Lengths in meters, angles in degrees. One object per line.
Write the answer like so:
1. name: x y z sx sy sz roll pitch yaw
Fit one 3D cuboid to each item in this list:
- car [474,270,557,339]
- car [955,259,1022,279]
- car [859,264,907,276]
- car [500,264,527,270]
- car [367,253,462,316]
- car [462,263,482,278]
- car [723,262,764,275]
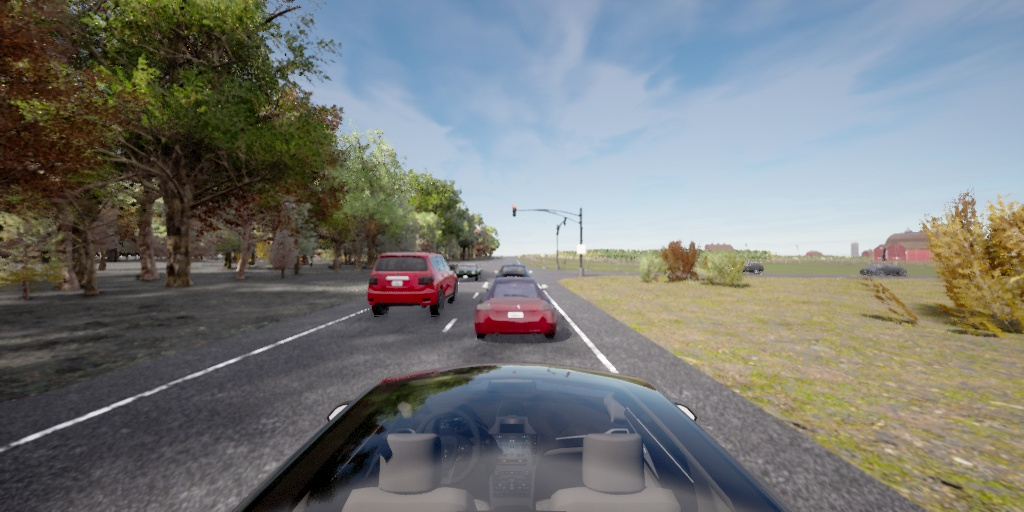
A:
1. car: 0.088 1.275 10.007 1.994 1.385 4.181 0 0 0
2. car: 50.657 1.342 38.095 5.566 2.045 2.150 1 -1 1
3. car: 43.091 1.644 41.705 4.181 1.385 1.994 1 -1 0
4. car: 0.080 1.172 19.377 1.837 1.490 4.892 0 0 0
5. car: -3.407 0.914 13.247 2.150 2.045 5.566 0 0 -1
6. car: -3.428 1.225 28.586 1.895 1.301 4.718 0 0 0
7. car: 26.618 1.392 41.776 4.902 1.511 2.128 1 -1 0
